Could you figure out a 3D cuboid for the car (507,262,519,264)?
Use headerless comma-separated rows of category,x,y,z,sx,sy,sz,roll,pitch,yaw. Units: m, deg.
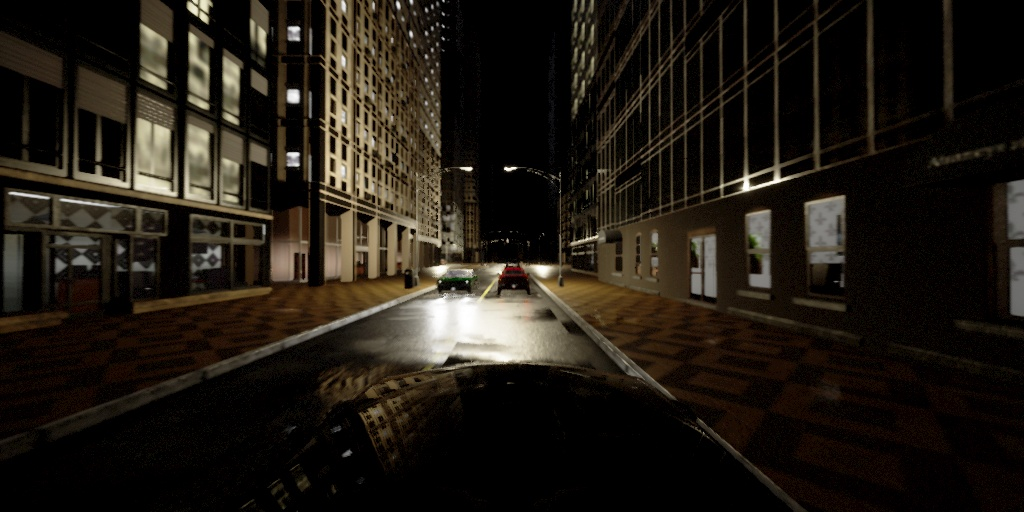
car,0.091,1.443,39.254,2.128,1.511,4.902,0,0,0

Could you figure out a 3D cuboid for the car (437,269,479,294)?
car,-3.106,1.455,21.219,1.895,1.301,4.718,0,0,0

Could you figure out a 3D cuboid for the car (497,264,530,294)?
car,0.092,1.379,20.962,1.812,1.442,4.674,0,0,0
